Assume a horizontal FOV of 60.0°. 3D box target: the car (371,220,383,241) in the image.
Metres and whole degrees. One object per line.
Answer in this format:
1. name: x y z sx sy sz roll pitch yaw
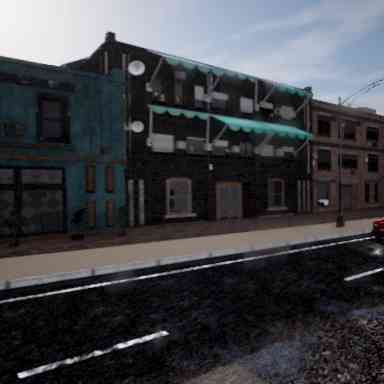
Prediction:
1. car: 9.988 1.476 14.804 4.718 1.301 1.895 -1 0 -35
